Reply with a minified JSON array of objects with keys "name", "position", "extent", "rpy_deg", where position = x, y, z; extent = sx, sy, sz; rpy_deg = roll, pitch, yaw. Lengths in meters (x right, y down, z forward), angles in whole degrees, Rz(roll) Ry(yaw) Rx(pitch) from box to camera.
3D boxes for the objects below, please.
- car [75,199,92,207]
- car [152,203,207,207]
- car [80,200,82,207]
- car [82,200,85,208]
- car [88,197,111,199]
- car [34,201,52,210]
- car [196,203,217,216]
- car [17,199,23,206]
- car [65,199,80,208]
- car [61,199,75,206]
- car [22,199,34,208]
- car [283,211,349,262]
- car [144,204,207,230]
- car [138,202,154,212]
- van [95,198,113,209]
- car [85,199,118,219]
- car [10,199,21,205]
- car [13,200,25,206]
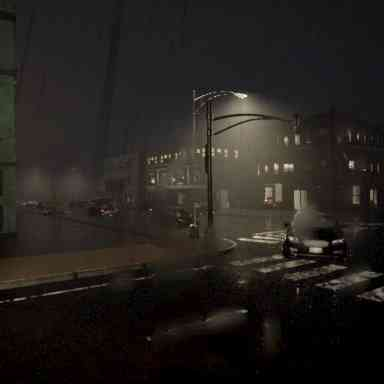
[{"name":"car","position":[-21.719,2.228,66.475],"extent":[1.887,1.381,4.507],"rpy_deg":[-1,0,-36]},{"name":"car","position":[-1.173,1.864,27.795],"extent":[1.895,1.301,4.718],"rpy_deg":[-1,0,-36]},{"name":"car","position":[-18.505,1.940,61.972],"extent":[2.192,1.841,5.009],"rpy_deg":[-1,0,-36]},{"name":"car","position":[-15.379,2.033,53.166],"extent":[1.882,1.535,5.008],"rpy_deg":[-1,0,-35]},{"name":"car","position":[-11.230,1.683,41.880],"extent":[2.150,2.045,5.566],"rpy_deg":[-1,0,-35]},{"name":"car","position":[-25.218,2.233,56.959],"extent":[1.752,1.417,4.829],"rpy_deg":[-1,0,-36]},{"name":"car","position":[0.813,1.810,34.955],"extent":[2.008,1.369,4.403],"rpy_deg":[-2,0,-36]},{"name":"car","position":[-38.194,2.380,75.109],"extent":[1.967,1.590,4.097],"rpy_deg":[-1,0,-36]},{"name":"car","position":[-21.440,2.230,61.646],"extent":[1.994,1.385,4.181],"rpy_deg":[-1,0,-36]},{"name":"car","position":[-28.156,2.364,75.482],"extent":[1.947,1.339,4.313],"rpy_deg":[-1,0,-36]},{"name":"car","position":[-31.754,2.376,66.104],"extent":[2.008,1.369,4.403],"rpy_deg":[-1,0,-36]},{"name":"car","position":[4.576,1.495,12.319],"extent":[2.128,1.511,4.902],"rpy_deg":[0,0,20]},{"name":"car","position":[-1.250,1.815,23.224],"extent":[1.947,1.339,4.313],"rpy_deg":[-2,0,-36]},{"name":"car","position":[-5.623,1.966,43.961],"extent":[1.802,1.307,4.206],"rpy_deg":[-2,0,-36]},{"name":"van","position":[-15.286,1.907,57.470],"extent":[1.690,1.788,3.998],"rpy_deg":[-1,0,-36]},{"name":"car","position":[-9.224,1.847,34.583],"extent":[1.967,1.590,4.097],"rpy_deg":[-1,0,-36]},{"name":"car","position":[-44.629,2.598,84.115],"extent":[1.887,1.381,4.507],"rpy_deg":[-1,0,-36]},{"name":"car","position":[-41.411,2.548,79.613],"extent":[2.008,1.369,4.403],"rpy_deg":[-1,0,-36]}]
